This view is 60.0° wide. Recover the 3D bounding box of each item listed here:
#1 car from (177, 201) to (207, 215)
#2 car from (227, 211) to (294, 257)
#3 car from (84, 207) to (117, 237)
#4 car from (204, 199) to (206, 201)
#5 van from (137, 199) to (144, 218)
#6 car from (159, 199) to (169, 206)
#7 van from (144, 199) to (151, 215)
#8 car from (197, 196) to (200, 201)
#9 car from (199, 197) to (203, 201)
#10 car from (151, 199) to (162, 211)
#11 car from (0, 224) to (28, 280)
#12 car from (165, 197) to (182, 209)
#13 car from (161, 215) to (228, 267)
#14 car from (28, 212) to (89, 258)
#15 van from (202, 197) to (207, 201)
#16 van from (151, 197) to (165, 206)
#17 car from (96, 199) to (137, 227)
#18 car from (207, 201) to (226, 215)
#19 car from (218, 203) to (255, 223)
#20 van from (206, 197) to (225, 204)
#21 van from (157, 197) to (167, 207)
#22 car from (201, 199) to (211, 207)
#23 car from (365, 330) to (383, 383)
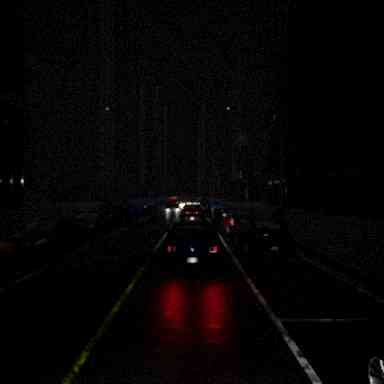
[{"bbox_3d":[0.034,1.738,27.462,1.837,1.490,4.892,0,0,0],"label":"car"},{"bbox_3d":[2.754,1.663,13.237,2.008,1.369,4.403,0,0,0],"label":"car"},{"bbox_3d":[-5.773,1.741,18.901,1.802,1.307,4.206,0,0,0],"label":"car"},{"bbox_3d":[2.740,1.898,41.624,1.887,1.381,4.507,0,0,0],"label":"car"},{"bbox_3d":[-5.779,1.596,30.258,1.690,1.788,3.998,0,0,0],"label":"van"},{"bbox_3d":[-5.799,2.126,69.827,1.752,1.417,4.829,0,-1,0],"label":"car"},{"bbox_3d":[-5.783,1.645,35.935,1.690,1.788,3.998,0,0,0],"label":"van"},{"bbox_3d":[2.725,1.918,70.013,2.192,1.841,5.009,0,-1,0],"label":"car"},{"bbox_3d":[2.731,1.942,58.657,1.967,1.590,4.097,0,-1,0],"label":"car"},{"bbox_3d":[-5.788,1.984,47.287,1.802,1.307,4.206,0,0,0],"label":"car"},{"bbox_3d":[-5.768,1.588,7.377,1.752,1.417,4.829,0,0,0],"label":"car"},{"bbox_3d":[-3.100,1.966,54.202,1.837,1.490,4.892,0,0,0],"label":"car"},{"bbox_3d":[0.035,1.701,11.832,1.895,1.301,4.718,0,0,1],"label":"car"},{"bbox_3d":[-5.771,1.694,13.224,1.802,1.307,4.206,0,0,0],"label":"car"},{"bbox_3d":[2.737,1.744,47.303,1.690,1.788,3.998,0,-1,0],"label":"van"},{"bbox_3d":[-5.791,1.793,52.967,1.690,1.788,3.998,0,-1,0],"label":"van"},{"bbox_3d":[-5.777,1.522,24.581,2.192,1.841,5.009,0,0,0],"label":"car"},{"bbox_3d":[2.746,1.806,30.270,2.008,1.369,4.403,0,0,0],"label":"car"},{"bbox_3d":[2.751,1.600,18.915,1.967,1.590,4.097,0,0,0],"label":"car"},{"bbox_3d":[2.742,1.645,35.949,1.690,1.788,3.998,0,0,0],"label":"van"},{"bbox_3d":[-5.797,1.893,64.321,1.690,1.788,3.998,0,-1,0],"label":"van"},{"bbox_3d":[2.728,2.134,64.333,1.802,1.307,4.206,0,-1,0],"label":"car"},{"bbox_3d":[2.760,1.583,1.883,1.947,1.339,4.313,0,0,0],"label":"car"}]
